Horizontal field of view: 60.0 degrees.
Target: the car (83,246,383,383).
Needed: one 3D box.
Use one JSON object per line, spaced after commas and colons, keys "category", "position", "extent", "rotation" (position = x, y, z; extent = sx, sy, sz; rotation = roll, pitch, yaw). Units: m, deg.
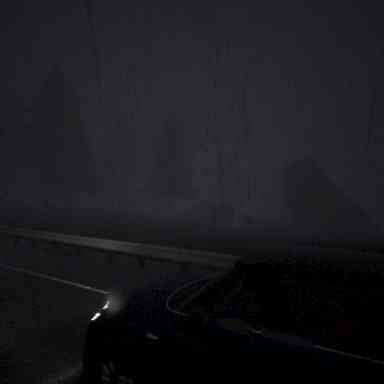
{"category": "car", "position": [0.984, 1.351, 3.303], "extent": [4.553, 1.767, 2.097], "rotation": [0, 0, 35]}
